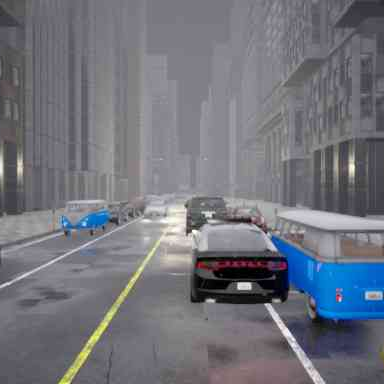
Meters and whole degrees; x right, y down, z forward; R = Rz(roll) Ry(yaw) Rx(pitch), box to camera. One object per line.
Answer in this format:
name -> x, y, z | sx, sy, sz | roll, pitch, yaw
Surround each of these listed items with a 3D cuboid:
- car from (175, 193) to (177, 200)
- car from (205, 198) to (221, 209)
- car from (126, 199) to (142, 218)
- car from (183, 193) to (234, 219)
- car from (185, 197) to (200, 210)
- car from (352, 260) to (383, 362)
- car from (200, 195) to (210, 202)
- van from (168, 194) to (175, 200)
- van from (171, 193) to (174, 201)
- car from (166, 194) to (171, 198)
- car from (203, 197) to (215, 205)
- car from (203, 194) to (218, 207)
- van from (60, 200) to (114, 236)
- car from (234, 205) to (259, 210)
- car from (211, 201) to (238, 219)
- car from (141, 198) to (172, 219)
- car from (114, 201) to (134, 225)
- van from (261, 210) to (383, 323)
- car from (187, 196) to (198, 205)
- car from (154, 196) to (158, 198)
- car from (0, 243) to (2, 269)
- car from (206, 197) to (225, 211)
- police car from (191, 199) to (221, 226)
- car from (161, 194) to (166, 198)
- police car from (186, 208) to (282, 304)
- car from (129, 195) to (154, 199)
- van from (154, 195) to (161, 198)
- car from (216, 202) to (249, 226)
car -> -5.653, 1.544, 85.816 | 2.008, 1.369, 4.403 | 0, 0, 0
car -> 2.820, 1.560, 46.359 | 1.947, 1.339, 4.313 | 0, 0, 0
car -> -5.727, 1.562, 29.450 | 1.947, 1.339, 4.313 | 0, 0, 0
car -> 0.756, 1.213, 18.245 | 2.150, 2.045, 5.566 | 0, 0, 0
car -> 0.095, 1.499, 45.055 | 1.837, 1.490, 4.892 | 0, 0, 1
car -> 2.761, 1.525, 1.438 | 1.752, 1.417, 4.829 | 0, 0, 0
car -> 2.857, 1.432, 74.539 | 1.967, 1.590, 4.097 | 0, 0, 0
van -> -5.647, 1.336, 91.453 | 1.690, 1.788, 3.998 | 0, 0, 0
van -> -5.668, 1.333, 74.544 | 1.690, 1.788, 3.998 | 0, 0, 0
car -> -5.683, 1.432, 63.271 | 1.967, 1.590, 4.097 | 0, 0, 0
car -> 2.835, 1.538, 57.632 | 1.887, 1.381, 4.507 | 0, 0, 0
car -> 2.827, 1.308, 51.995 | 2.192, 1.841, 5.009 | 0, 0, 0
van -> -5.743, 1.338, 18.177 | 1.690, 1.788, 3.998 | 0, 0, 0
car -> 2.783, 1.437, 18.177 | 1.967, 1.590, 4.097 | 0, 0, 0
car -> 2.798, 1.546, 29.450 | 2.008, 1.369, 4.403 | 0, 0, 0
car -> -3.059, 1.521, 29.346 | 1.812, 1.442, 4.674 | 0, 0, 0
car -> -5.735, 1.562, 23.813 | 1.947, 1.339, 4.313 | 0, 0, 0
van -> 2.767, 1.340, 6.904 | 1.690, 1.788, 3.998 | 0, 0, 0
car -> 0.075, 1.498, 58.068 | 1.837, 1.490, 4.892 | 0, 0, 0
car -> -5.712, 1.539, 40.724 | 1.887, 1.381, 4.507 | 0, 0, 0
car -> -5.757, 1.564, 6.903 | 1.947, 1.339, 4.313 | 0, 0, 0
car -> 2.812, 1.434, 40.722 | 1.967, 1.590, 4.097 | 0, 0, 0
police car -> 0.931, 1.422, 24.332 | 1.930, 1.638, 5.238 | 0, 0, 0
car -> -5.698, 1.433, 51.997 | 1.967, 1.590, 4.097 | 0, 0, 0
police car -> 0.910, 1.424, 8.332 | 1.930, 1.638, 5.238 | 0, 0, 0
car -> -5.721, 1.310, 35.086 | 2.192, 1.841, 5.009 | 0, 0, 0
van -> -5.706, 1.335, 46.360 | 1.690, 1.788, 3.998 | 0, 0, 0
car -> 2.791, 1.522, 23.983 | 1.752, 1.417, 4.829 | 0, 0, 0
